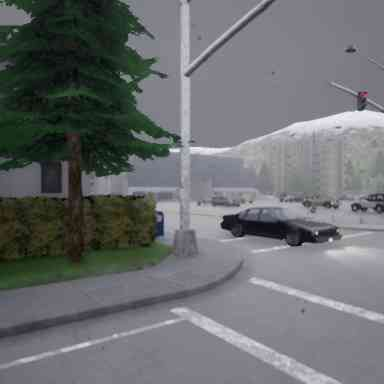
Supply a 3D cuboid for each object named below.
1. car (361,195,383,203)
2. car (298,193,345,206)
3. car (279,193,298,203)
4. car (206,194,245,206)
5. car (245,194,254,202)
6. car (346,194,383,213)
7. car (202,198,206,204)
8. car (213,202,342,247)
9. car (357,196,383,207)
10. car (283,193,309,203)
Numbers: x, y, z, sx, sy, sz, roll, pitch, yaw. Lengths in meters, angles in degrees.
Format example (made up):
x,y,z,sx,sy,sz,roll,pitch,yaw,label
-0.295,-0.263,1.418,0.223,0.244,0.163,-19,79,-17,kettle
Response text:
x,y,z,sx,sy,sz,roll,pitch,yaw,label
37.919,1.429,69.733,1.970,1.475,3.806,0,0,-36,car
15.991,1.121,41.268,1.932,1.855,4.605,0,0,-36,car
18.730,1.110,64.689,1.905,1.878,3.866,0,0,-36,car
4.502,1.317,45.320,2.007,1.523,4.514,0,0,-36,car
8.358,1.179,57.198,2.152,1.636,5.027,0,0,-36,car
17.933,1.098,32.965,1.905,1.878,3.866,0,0,-36,car
3.345,1.254,53.179,1.970,1.475,3.806,0,0,-36,car
3.503,1.363,14.289,2.033,1.411,5.357,0,0,-36,car
26.506,1.329,47.984,2.007,1.523,4.514,0,0,-36,car
20.844,1.133,66.725,1.932,1.855,4.605,0,0,-36,car
